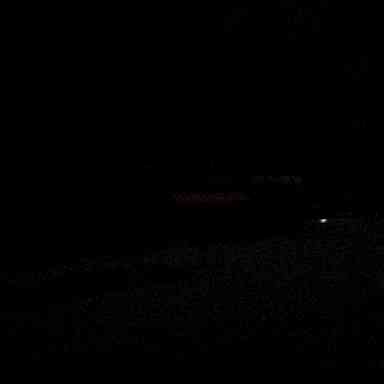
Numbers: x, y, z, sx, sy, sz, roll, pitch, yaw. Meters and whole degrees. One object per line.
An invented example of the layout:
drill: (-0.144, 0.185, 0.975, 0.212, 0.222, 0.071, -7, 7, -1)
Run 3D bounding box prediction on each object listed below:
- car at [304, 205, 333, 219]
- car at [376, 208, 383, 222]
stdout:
car: (12.495, 2.112, 35.456, 1.882, 1.535, 5.008, -1, -1, -36)
car: (18.020, 1.847, 27.737, 2.128, 1.511, 4.902, -1, -1, -35)
